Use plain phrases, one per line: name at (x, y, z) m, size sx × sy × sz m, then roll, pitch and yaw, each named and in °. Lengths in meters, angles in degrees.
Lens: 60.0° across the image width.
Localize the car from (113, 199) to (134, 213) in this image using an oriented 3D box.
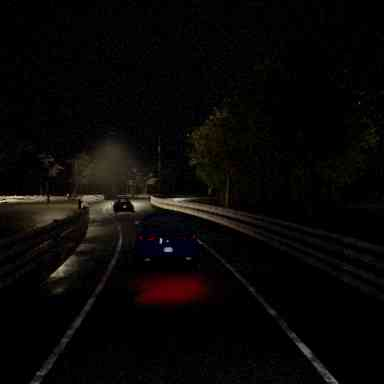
car at (-7.386, 1.452, 35.753) m, size 1.994 × 1.385 × 4.181 m, roll 0°, pitch 1°, yaw -16°

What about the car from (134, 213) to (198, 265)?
car at (-1.000, 1.465, 11.797) m, size 1.882 × 1.535 × 5.008 m, roll 0°, pitch 0°, yaw -8°
